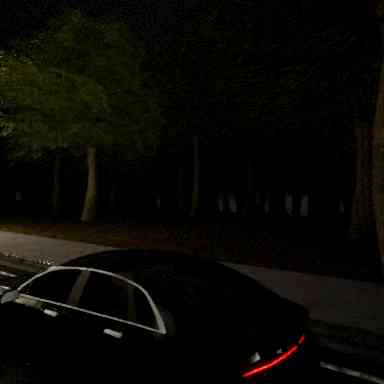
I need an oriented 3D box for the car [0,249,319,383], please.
[{"bbox_3d":[-0.983,1.509,4.259,4.892,1.490,1.837,0,0,35],"label":"car"}]
